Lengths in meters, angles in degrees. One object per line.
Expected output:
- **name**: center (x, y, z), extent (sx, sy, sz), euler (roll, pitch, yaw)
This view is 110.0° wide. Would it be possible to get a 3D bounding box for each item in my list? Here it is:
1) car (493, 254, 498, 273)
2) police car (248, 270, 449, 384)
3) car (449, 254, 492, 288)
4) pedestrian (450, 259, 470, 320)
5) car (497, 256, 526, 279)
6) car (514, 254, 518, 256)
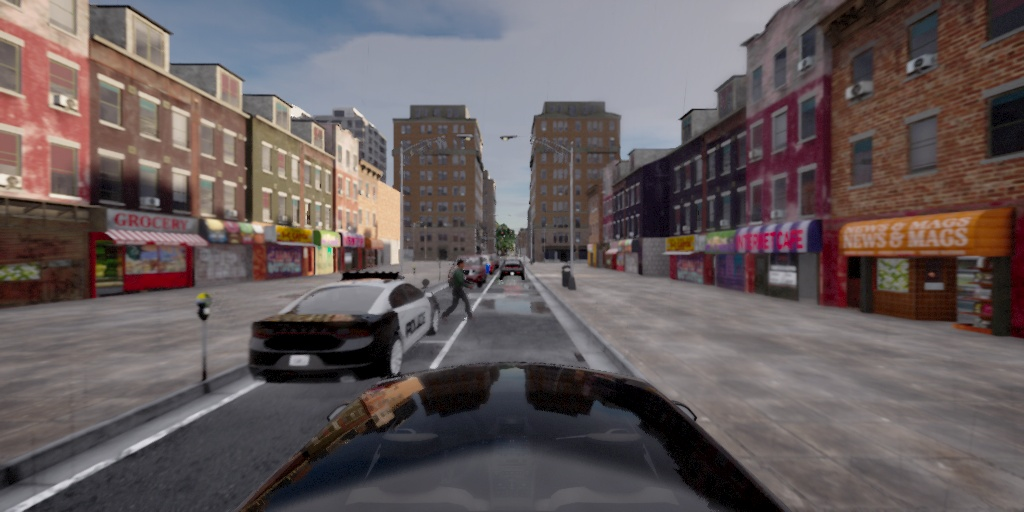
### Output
- **car**: center (-2.650, 0.747, 33.261), extent (2.192, 1.841, 5.009), euler (0, 0, 0)
- **police car**: center (-2.752, 1.115, 7.225), extent (1.930, 1.638, 5.238), euler (0, 1, 0)
- **car**: center (-2.645, 0.852, 22.034), extent (2.192, 1.841, 5.009), euler (0, 0, 0)
- **pedestrian**: center (-1.482, 0.951, 10.237), extent (0.375, 1.860, 0.375), euler (0, 0, 0)
- **car**: center (0.041, 0.985, 28.136), extent (1.837, 1.490, 4.892), euler (0, 1, 0)
- **car**: center (0.033, 0.810, 44.729), extent (1.882, 1.535, 5.008), euler (0, 0, 0)
